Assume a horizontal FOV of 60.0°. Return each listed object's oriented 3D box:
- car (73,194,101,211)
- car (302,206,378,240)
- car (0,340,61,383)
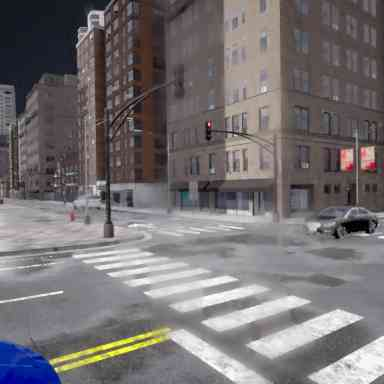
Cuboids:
[{"bbox_3d":[-13.458,1.324,42.605,2.150,2.045,5.566,-1,0,-35],"label":"car"},{"bbox_3d":[7.709,1.492,17.168,4.902,1.511,2.128,0,0,-36],"label":"car"},{"bbox_3d":[-3.098,1.478,1.238,5.008,1.535,1.882,0,0,-35],"label":"car"}]
